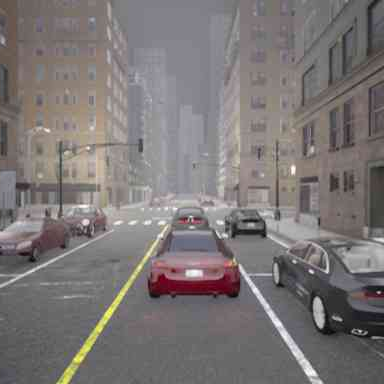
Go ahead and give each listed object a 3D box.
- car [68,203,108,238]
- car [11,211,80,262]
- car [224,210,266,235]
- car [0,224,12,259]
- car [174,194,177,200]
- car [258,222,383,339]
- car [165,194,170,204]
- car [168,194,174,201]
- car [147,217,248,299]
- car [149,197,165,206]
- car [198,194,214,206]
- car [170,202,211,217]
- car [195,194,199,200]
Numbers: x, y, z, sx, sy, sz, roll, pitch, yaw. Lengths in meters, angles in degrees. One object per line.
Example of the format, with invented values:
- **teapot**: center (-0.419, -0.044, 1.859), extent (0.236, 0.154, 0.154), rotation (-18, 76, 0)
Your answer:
- **car**: center (-5.786, 1.447, 17.490), extent (1.967, 1.590, 4.097), rotation (0, 0, 0)
- **car**: center (-5.748, 1.587, 11.988), extent (1.802, 1.307, 4.206), rotation (0, 0, 0)
- **car**: center (2.740, 1.573, 17.548), extent (1.947, 1.339, 4.313), rotation (0, 0, 0)
- **car**: center (-5.710, 1.568, 6.487), extent (1.947, 1.339, 4.313), rotation (0, 0, 0)
- **car**: center (-6.198, 1.492, 92.452), extent (2.192, 1.841, 5.009), rotation (0, 0, 0)
- **car**: center (2.815, 1.553, 6.546), extent (2.008, 1.369, 4.403), rotation (0, 0, 0)
- **car**: center (-6.060, 1.631, 65.409), extent (2.008, 1.369, 4.403), rotation (0, 0, 0)
- **car**: center (-6.141, 1.657, 81.464), extent (1.752, 1.417, 4.829), rotation (0, 0, 0)
- **car**: center (0.025, 1.567, 8.538), extent (1.994, 1.385, 4.181), rotation (0, 0, -1)
- **car**: center (-6.005, 1.639, 54.592), extent (1.802, 1.307, 4.206), rotation (0, 0, 0)
- **car**: center (2.519, 1.497, 54.637), extent (1.967, 1.590, 4.097), rotation (0, 0, 0)
- **car**: center (-0.080, 1.512, 17.451), extent (1.837, 1.490, 4.892), rotation (0, 0, 0)
- **car**: center (2.409, 1.553, 76.273), extent (1.967, 1.590, 4.097), rotation (0, 0, 0)
